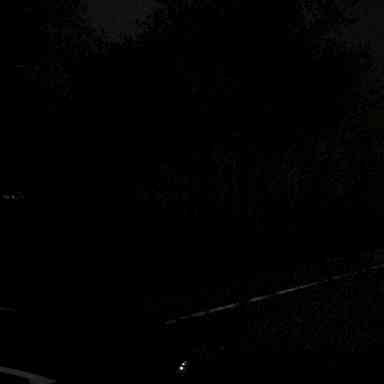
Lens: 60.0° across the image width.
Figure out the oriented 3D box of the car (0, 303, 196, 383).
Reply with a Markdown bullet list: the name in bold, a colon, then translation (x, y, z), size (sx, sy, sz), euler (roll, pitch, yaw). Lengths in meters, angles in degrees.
- **car**: translation (-2.188, 1.491, 2.186), size (4.902, 1.511, 2.128), euler (0, 0, -35)
